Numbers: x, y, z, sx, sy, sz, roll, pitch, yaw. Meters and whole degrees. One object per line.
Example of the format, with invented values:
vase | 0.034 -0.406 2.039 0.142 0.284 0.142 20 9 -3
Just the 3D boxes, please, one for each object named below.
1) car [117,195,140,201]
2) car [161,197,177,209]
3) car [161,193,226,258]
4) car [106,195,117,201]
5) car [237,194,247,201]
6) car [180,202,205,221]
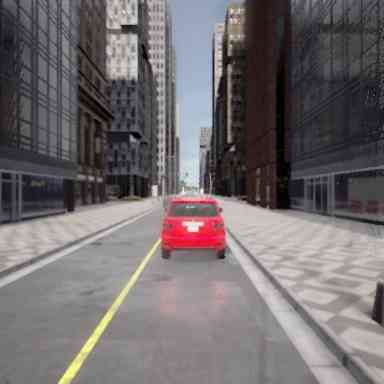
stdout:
car | -15.029 1.476 81.173 4.829 1.417 1.752 0 0 0
car | -3.098 1.455 46.233 1.837 1.490 4.892 0 0 0
car | 0.062 1.211 12.868 2.150 2.045 5.566 0 0 0
car | -20.631 1.491 81.206 4.829 1.417 1.752 0 0 0
car | 11.884 1.303 72.488 4.097 1.590 1.967 0 0 0
car | 0.058 1.573 27.511 1.895 1.301 4.718 0 0 0
